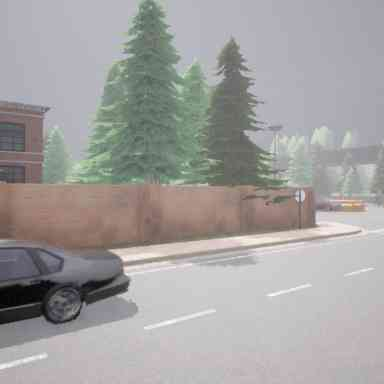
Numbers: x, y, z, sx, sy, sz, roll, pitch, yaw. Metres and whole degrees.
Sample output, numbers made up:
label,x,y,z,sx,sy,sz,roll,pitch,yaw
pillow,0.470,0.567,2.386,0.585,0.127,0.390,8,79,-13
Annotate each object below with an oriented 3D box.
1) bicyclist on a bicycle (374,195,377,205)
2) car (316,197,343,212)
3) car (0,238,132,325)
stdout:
label,x,y,z,sx,sy,sz,roll,pitch,yaw
bicyclist on a bicycle,30.148,1.301,54.262,1.656,1.620,0.582,0,0,-35
car,14.769,1.352,37.927,2.097,1.767,4.553,0,0,-35
car,-3.764,1.547,5.604,5.357,1.411,2.033,0,0,-35
